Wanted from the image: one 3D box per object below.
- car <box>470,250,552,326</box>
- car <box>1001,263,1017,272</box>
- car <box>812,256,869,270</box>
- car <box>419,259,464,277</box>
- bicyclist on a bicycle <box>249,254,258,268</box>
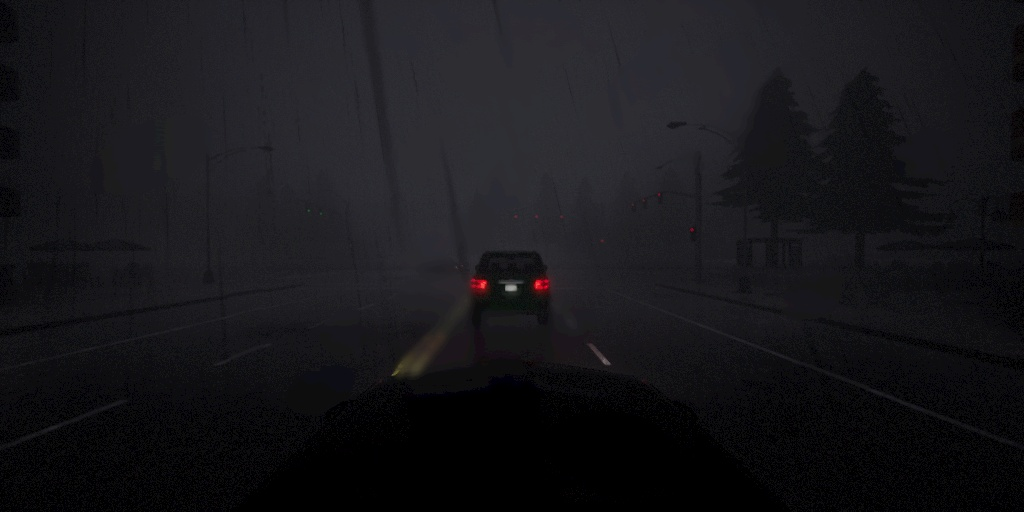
[{"bbox_3d":[-0.026,0.859,11.362,2.150,2.045,5.566,0,0,0],"label":"car"},{"bbox_3d":[48.296,0.856,32.503,5.357,1.411,2.033,0,1,20],"label":"car"},{"bbox_3d":[35.059,0.730,38.348,5.008,1.535,1.882,0,1,3],"label":"car"},{"bbox_3d":[-6.083,0.963,30.700,4.181,1.385,1.994,1,1,38],"label":"car"},{"bbox_3d":[-30.114,0.566,41.861,0.582,1.620,1.656,0,1,-1],"label":"bicyclist on a bicycle"}]
